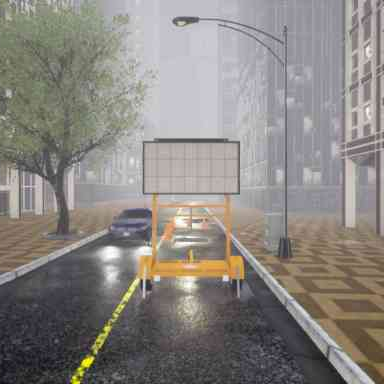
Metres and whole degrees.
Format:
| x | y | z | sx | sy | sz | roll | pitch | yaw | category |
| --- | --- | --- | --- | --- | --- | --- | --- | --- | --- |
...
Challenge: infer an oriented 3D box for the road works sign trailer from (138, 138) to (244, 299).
| x | y | z | sx | sy | sz | roll | pitch | yaw | category |
| --- | --- | --- | --- | --- | --- | --- | --- | --- | --- |
| -0.018 | 0.464 | 8.393 | 2.380 | 3.560 | 2.880 | 0 | 0 | 0 | road works sign trailer |

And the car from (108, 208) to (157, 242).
| x | y | z | sx | sy | sz | roll | pitch | yaw | category |
| --- | --- | --- | --- | --- | --- | --- | --- | --- | --- |
| -2.786 | 1.527 | 16.428 | 1.812 | 1.442 | 4.674 | 0 | 0 | 0 | car |
